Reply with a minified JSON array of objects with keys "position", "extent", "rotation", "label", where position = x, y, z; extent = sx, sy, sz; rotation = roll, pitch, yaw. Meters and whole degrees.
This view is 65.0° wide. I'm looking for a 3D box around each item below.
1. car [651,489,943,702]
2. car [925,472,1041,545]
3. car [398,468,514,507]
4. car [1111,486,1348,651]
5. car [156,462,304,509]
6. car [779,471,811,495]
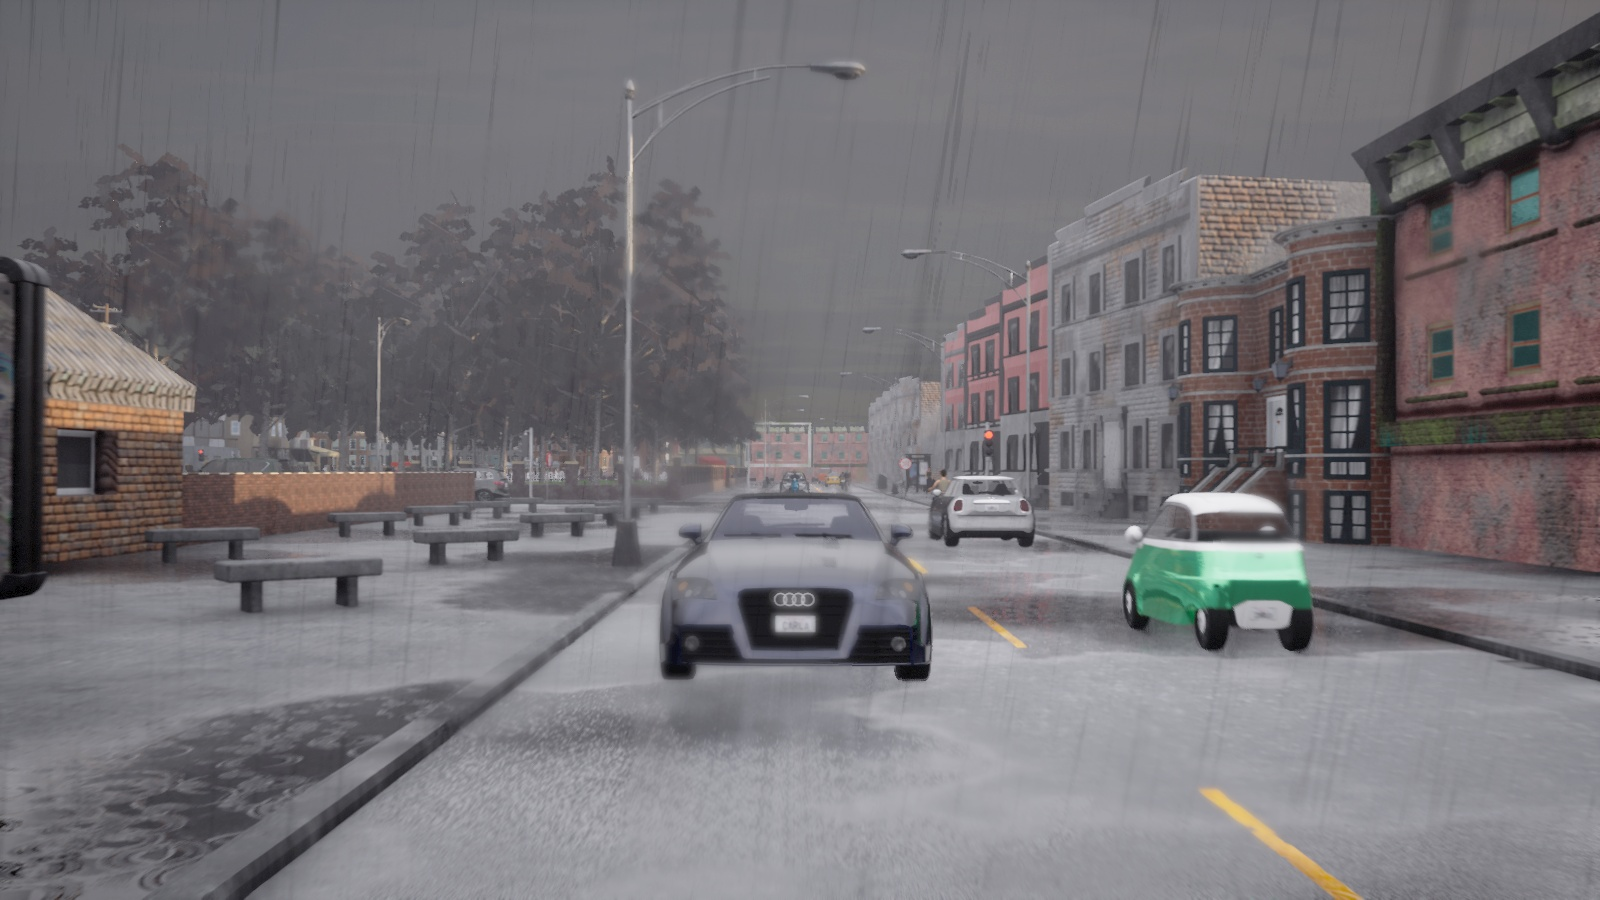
[{"position":[-0.026,1.057,10.680],"extent":[1.994,1.385,4.181],"rotation":[0,-1,0],"label":"car"},{"position":[3.927,1.226,27.572],"extent":[1.970,1.475,3.806],"rotation":[0,-1,0],"label":"car"},{"position":[-15.219,1.654,55.785],"extent":[4.611,1.667,2.242],"rotation":[0,-1,-2],"label":"car"},{"position":[3.971,1.053,11.915],"extent":[1.481,1.376,2.207],"rotation":[0,-1,0],"label":"car"},{"position":[-25.224,1.567,55.716],"extent":[5.566,2.045,2.150],"rotation":[0,-1,-2],"label":"car"},{"position":[-0.340,2.145,82.562],"extent":[2.007,1.525,4.514],"rotation":[0,-1,0],"label":"car"}]
